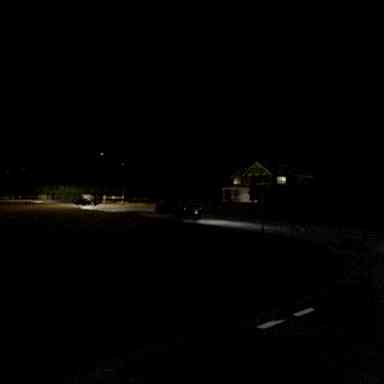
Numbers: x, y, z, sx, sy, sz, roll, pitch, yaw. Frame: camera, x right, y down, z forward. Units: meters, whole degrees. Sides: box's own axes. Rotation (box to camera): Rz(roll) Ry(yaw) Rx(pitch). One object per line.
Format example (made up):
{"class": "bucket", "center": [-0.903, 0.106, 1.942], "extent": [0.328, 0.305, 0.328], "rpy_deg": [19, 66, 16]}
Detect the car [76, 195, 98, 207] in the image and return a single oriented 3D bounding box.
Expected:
{"class": "car", "center": [-13.973, 1.156, 44.108], "extent": [2.128, 1.511, 4.902], "rpy_deg": [1, -1, -35]}

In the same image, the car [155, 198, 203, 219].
{"class": "car", "center": [-1.113, 1.217, 26.185], "extent": [2.128, 1.511, 4.902], "rpy_deg": [1, 0, -36]}
